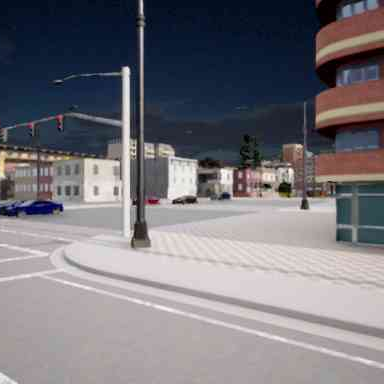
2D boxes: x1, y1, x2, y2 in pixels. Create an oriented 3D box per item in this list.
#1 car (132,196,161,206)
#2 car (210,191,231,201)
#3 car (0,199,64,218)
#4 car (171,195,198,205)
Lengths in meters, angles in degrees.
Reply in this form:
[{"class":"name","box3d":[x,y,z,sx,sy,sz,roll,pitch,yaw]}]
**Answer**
[{"class":"car","box3d":[-6.160,1.194,44.986,1.994,1.385,4.181,0,1,37]},{"class":"car","box3d":[5.175,0.668,60.074,2.097,1.767,4.553,0,1,37]},{"class":"car","box3d":[-13.718,1.373,28.967,1.882,1.535,5.008,0,1,37]},{"class":"car","box3d":[-0.988,1.123,46.071,1.994,1.385,4.181,0,1,37]}]
